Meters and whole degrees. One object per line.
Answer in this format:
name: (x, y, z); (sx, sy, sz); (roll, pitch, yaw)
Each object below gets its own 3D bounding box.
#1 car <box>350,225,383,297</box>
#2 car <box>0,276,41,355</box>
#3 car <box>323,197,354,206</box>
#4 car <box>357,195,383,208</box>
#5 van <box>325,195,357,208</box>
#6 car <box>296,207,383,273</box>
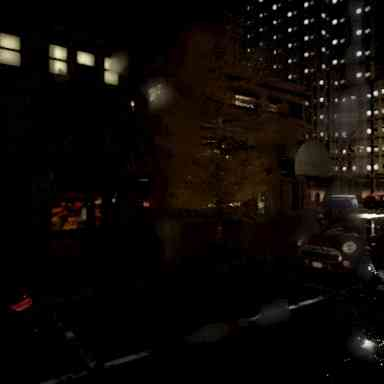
car: (5.700, 1.520, 7.412); (4.674, 1.442, 1.812); (0, 0, -36)
car: (-4.001, 1.583, 3.712); (4.206, 1.307, 1.802); (0, 0, -35)
car: (22.950, 1.485, 52.227); (1.802, 1.307, 4.206); (0, 0, -35)
car: (22.400, 1.284, 38.343); (2.192, 1.841, 5.009); (0, 0, -35)
van: (19.235, 1.302, 42.891); (1.690, 1.788, 3.998); (0, 0, -35)
car: (5.001, 1.434, 10.118); (4.097, 1.590, 1.967); (0, 0, -35)
